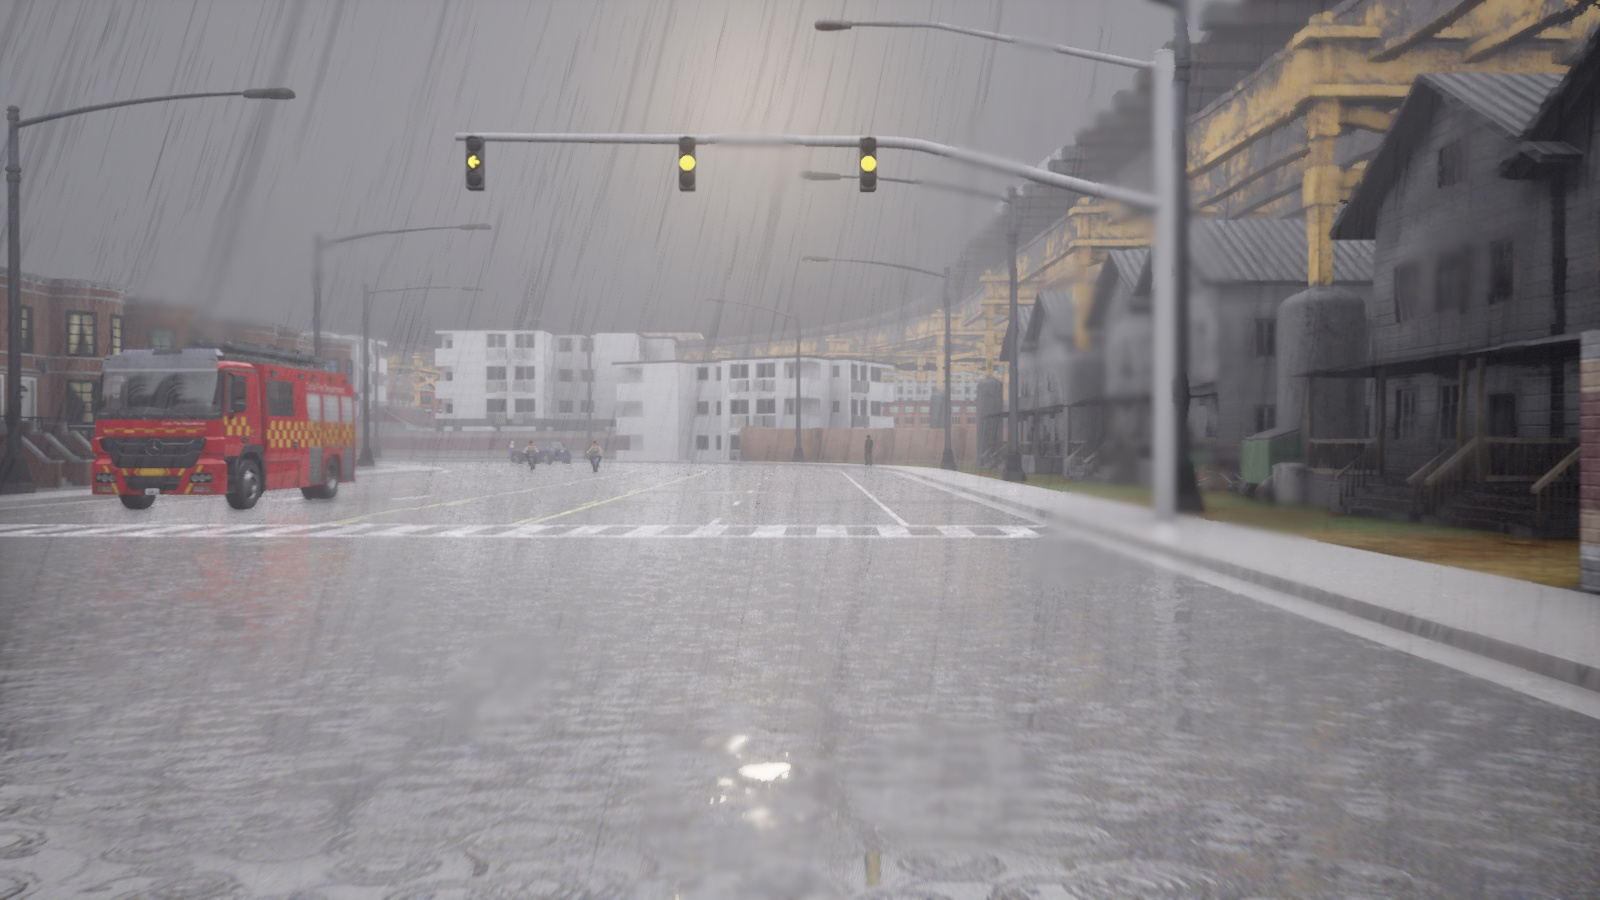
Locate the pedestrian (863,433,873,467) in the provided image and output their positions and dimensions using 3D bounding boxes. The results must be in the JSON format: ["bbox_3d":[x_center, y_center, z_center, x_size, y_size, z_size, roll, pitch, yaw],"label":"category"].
[{"bbox_3d":[3.896,0.000,71.836,0.395,1.930,0.692,0,0,-17],"label":"pedestrian"}]

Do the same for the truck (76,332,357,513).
[{"bbox_3d":[-13.804,-0.602,30.711,2.891,3.827,8.468,0,0,0],"label":"truck"}]

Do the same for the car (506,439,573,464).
[{"bbox_3d":[-18.601,0.085,89.575,4.553,1.767,2.097,0,0,34],"label":"car"}]
